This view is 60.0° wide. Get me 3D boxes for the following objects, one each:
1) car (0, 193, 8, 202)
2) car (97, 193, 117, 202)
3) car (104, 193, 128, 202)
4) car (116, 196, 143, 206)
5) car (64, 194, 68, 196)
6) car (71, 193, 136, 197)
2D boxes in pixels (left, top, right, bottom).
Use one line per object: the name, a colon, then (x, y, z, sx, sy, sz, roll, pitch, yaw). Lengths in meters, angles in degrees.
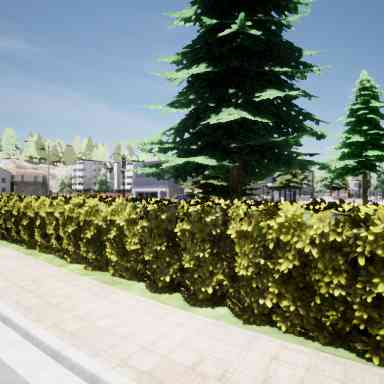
car: (-41.776, 1.092, 70.250, 1.932, 1.855, 4.605, 0, 0, 44)
car: (-18.225, 1.072, 71.435, 1.905, 1.878, 3.866, 0, 0, 44)
car: (-15.867, 1.093, 69.687, 1.932, 1.855, 4.605, 0, 0, 44)
car: (-10.068, 1.381, 53.349, 1.970, 1.475, 3.806, 0, 0, 44)
car: (-27.333, 1.148, 80.420, 2.152, 1.636, 5.027, 0, 0, 44)
car: (-8.090, 1.220, 31.073, 2.150, 2.045, 5.566, 0, 0, 44)
